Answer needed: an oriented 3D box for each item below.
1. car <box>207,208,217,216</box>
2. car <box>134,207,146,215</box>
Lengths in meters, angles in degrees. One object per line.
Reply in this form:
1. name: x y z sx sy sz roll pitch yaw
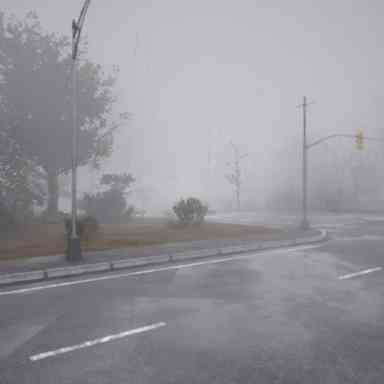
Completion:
1. car: 0.868 2.252 41.300 2.033 1.411 5.357 0 -3 -32
2. car: -9.874 3.297 58.372 2.033 1.411 5.357 0 -3 -32
